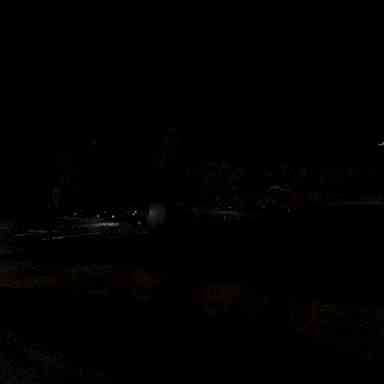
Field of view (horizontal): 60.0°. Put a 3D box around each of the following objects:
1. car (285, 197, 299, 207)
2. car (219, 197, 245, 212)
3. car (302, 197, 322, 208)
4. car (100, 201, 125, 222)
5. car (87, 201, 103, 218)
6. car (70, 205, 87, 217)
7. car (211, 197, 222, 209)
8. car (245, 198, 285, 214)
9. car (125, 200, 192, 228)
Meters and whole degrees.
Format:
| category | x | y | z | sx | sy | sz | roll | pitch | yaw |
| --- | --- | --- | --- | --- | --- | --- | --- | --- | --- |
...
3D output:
| category | x | y | z | sx | sy | sz | roll | pitch | yaw |
| --- | --- | --- | --- | --- | --- | --- | --- | --- | --- |
| car | 15.175 | 1.564 | 51.793 | 1.837 | 1.490 | 4.892 | 0 | 0 | 36 |
| car | 5.394 | 1.564 | 38.516 | 1.994 | 1.385 | 4.181 | 0 | 0 | 36 |
| car | 18.004 | 1.529 | 49.734 | 1.812 | 1.442 | 4.674 | 0 | 0 | 36 |
| car | -4.390 | 1.564 | 25.084 | 1.994 | 1.385 | 4.181 | 0 | 0 | 36 |
| car | -5.973 | 1.547 | 28.859 | 2.033 | 1.411 | 5.357 | 0 | 0 | 36 |
| car | -8.623 | 1.547 | 31.165 | 2.033 | 1.411 | 5.357 | 0 | 0 | 36 |
| car | 5.041 | 1.491 | 43.967 | 2.128 | 1.511 | 4.902 | 0 | 0 | 36 |
| car | 8.053 | 1.478 | 36.223 | 1.882 | 1.535 | 5.008 | 0 | 0 | 36 |
| car | -1.959 | 1.352 | 22.479 | 2.097 | 1.767 | 4.553 | 0 | 0 | 36 |
